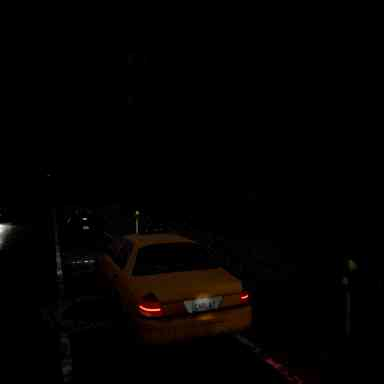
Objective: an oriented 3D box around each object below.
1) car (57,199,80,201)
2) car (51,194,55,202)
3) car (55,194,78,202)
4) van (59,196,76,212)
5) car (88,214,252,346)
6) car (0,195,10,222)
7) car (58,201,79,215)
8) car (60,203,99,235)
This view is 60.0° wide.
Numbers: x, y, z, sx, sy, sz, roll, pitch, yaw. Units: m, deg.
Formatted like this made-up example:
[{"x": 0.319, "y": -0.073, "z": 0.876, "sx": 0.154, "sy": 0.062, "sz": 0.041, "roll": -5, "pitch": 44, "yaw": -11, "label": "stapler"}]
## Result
[{"x": -10.416, "y": 1.567, "z": 28.851, "sx": 1.947, "sy": 1.339, "sz": 4.313, "roll": 0, "pitch": 0, "yaw": -23, "label": "car"}, {"x": -31.891, "y": 1.470, "z": 79.418, "sx": 1.967, "sy": 1.590, "sz": 4.097, "roll": 0, "pitch": 0, "yaw": -24, "label": "car"}, {"x": -12.549, "y": 1.317, "z": 33.946, "sx": 2.192, "sy": 1.841, "sz": 5.009, "roll": 0, "pitch": 0, "yaw": -23, "label": "car"}, {"x": -14.681, "y": 1.343, "z": 39.042, "sx": 1.690, "sy": 1.788, "sz": 3.998, "roll": 0, "pitch": 0, "yaw": -23, "label": "van"}, {"x": -0.844, "y": 1.457, "z": 6.737, "sx": 1.801, "sy": 1.575, "sz": 5.366, "roll": 0, "pitch": 0, "yaw": -23, "label": "car"}, {"x": -15.730, "y": 1.223, "z": 26.129, "sx": 2.150, "sy": 2.045, "sz": 5.566, "roll": 0, "pitch": 0, "yaw": -23, "label": "car"}, {"x": -8.283, "y": 1.552, "z": 23.755, "sx": 2.008, "sy": 1.369, "sz": 4.403, "roll": 0, "pitch": 0, "yaw": -23, "label": "car"}, {"x": -6.151, "y": 1.552, "z": 18.660, "sx": 2.008, "sy": 1.369, "sz": 4.403, "roll": 0, "pitch": 0, "yaw": -23, "label": "car"}]
